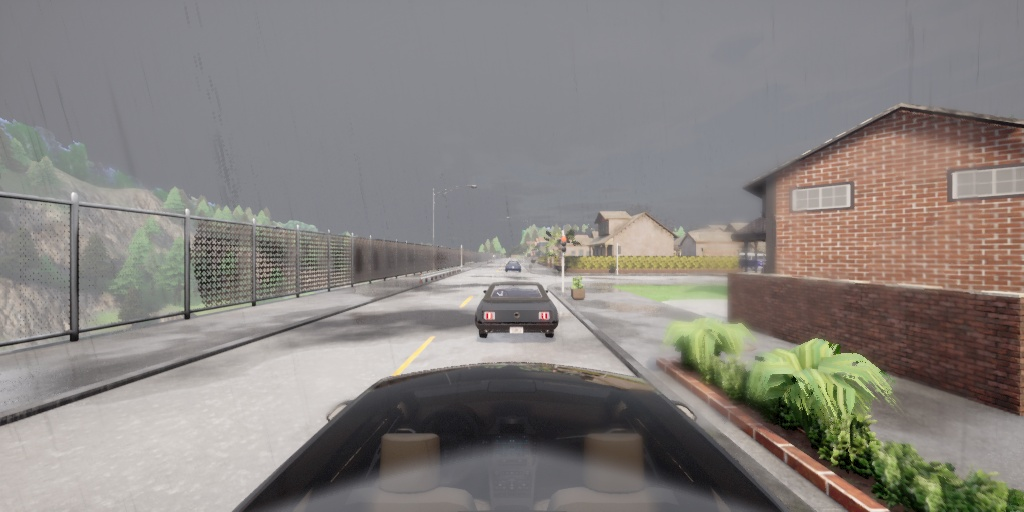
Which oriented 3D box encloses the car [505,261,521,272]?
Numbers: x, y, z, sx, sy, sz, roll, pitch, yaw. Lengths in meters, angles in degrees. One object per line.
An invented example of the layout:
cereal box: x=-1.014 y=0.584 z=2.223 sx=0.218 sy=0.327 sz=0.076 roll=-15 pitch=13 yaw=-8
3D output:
car: x=0.151 y=1.314 z=45.768 sx=1.994 sy=1.385 sz=4.181 roll=0 pitch=0 yaw=0

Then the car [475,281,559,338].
car: x=0.108 y=1.351 z=10.145 sx=1.895 sy=1.301 sz=4.718 roll=0 pitch=0 yaw=0
